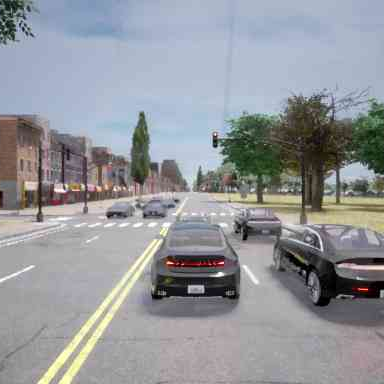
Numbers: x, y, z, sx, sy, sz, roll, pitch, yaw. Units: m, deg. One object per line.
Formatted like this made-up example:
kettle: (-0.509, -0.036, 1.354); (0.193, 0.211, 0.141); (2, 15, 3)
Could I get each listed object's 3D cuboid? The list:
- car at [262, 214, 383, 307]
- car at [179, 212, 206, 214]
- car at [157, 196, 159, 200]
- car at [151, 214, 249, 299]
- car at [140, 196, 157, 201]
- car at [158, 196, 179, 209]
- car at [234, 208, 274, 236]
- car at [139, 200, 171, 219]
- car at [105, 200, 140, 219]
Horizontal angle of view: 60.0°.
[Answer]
car: (3.327, 1.515, 8.026); (2.128, 1.511, 4.902); (0, 0, 0)
car: (0.045, 1.689, 17.771); (1.895, 1.301, 4.718); (0, 0, 0)
car: (-6.569, 1.488, 64.994); (2.033, 1.411, 5.357); (0, 0, 0)
car: (0.078, 1.531, 8.466); (1.837, 1.490, 4.892); (0, 0, 0)
car: (-6.614, 1.582, 46.939); (2.128, 1.511, 4.902); (0, 1, 0)
car: (-3.365, 1.629, 48.436); (2.033, 1.411, 5.357); (0, 0, 0)
car: (3.290, 1.577, 17.236); (2.128, 1.511, 4.902); (0, 0, 0)
car: (-3.363, 1.701, 30.706); (1.994, 1.385, 4.181); (0, 0, 0)
car: (-6.616, 1.686, 31.305); (2.033, 1.411, 5.357); (0, 0, 0)
